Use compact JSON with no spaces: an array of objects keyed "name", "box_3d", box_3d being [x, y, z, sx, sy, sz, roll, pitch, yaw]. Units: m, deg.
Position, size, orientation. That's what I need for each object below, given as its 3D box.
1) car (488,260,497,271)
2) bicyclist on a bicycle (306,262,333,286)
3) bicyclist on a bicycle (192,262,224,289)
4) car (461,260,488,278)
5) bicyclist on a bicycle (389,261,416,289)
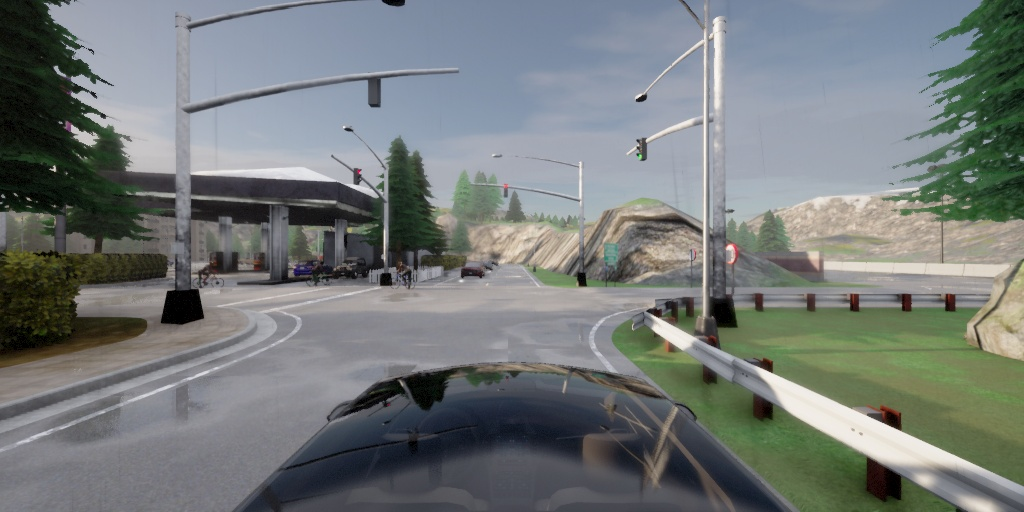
[{"name":"car","box_3d":[-3.561,1.297,48.109,2.033,1.411,5.357,0,0,0]},{"name":"bicyclist on a bicycle","box_3d":[-13.084,1.203,24.373,1.656,1.620,0.582,0,0,-40]},{"name":"bicyclist on a bicycle","box_3d":[-18.539,1.190,21.907,1.656,1.620,0.582,0,-1,-15]},{"name":"car","box_3d":[-3.576,1.228,33.469,1.882,1.535,5.008,0,0,0]},{"name":"bicyclist on a bicycle","box_3d":[-6.289,1.115,20.588,1.656,1.620,0.582,0,-1,12]}]
